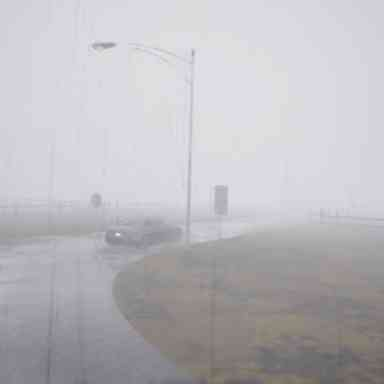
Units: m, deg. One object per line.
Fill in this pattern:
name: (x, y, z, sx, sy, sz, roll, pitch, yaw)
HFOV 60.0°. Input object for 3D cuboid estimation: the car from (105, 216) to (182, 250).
car: (-2.184, 1.843, 16.085, 1.994, 1.385, 4.181, 2, 0, 30)
